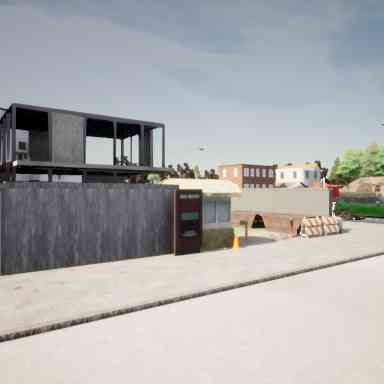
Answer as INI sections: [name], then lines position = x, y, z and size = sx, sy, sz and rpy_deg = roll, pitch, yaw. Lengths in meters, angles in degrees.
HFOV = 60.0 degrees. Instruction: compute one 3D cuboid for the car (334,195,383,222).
[car]
position = 13.284, 1.221, 24.310
size = 2.150, 2.045, 5.566
rpy_deg = 0, 0, -36
